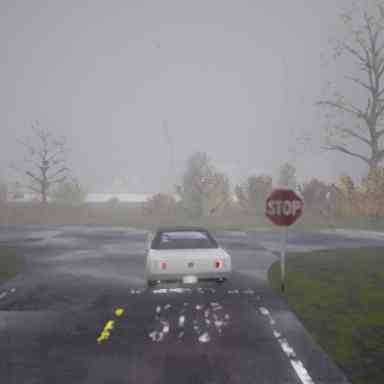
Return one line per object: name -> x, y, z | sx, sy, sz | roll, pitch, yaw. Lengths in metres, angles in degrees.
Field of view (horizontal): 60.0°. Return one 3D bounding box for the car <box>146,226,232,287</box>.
car -> -0.343, 1.616, 9.432 | 1.895, 1.301, 4.718 | 0, 0, -8
